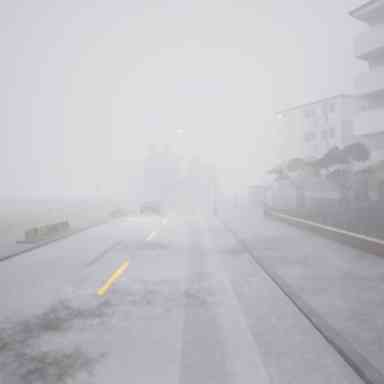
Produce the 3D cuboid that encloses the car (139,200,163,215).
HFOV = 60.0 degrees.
[{"bbox_3d":[-3.993,1.483,32.914,1.895,1.301,4.718,0,0,0],"label":"car"}]
